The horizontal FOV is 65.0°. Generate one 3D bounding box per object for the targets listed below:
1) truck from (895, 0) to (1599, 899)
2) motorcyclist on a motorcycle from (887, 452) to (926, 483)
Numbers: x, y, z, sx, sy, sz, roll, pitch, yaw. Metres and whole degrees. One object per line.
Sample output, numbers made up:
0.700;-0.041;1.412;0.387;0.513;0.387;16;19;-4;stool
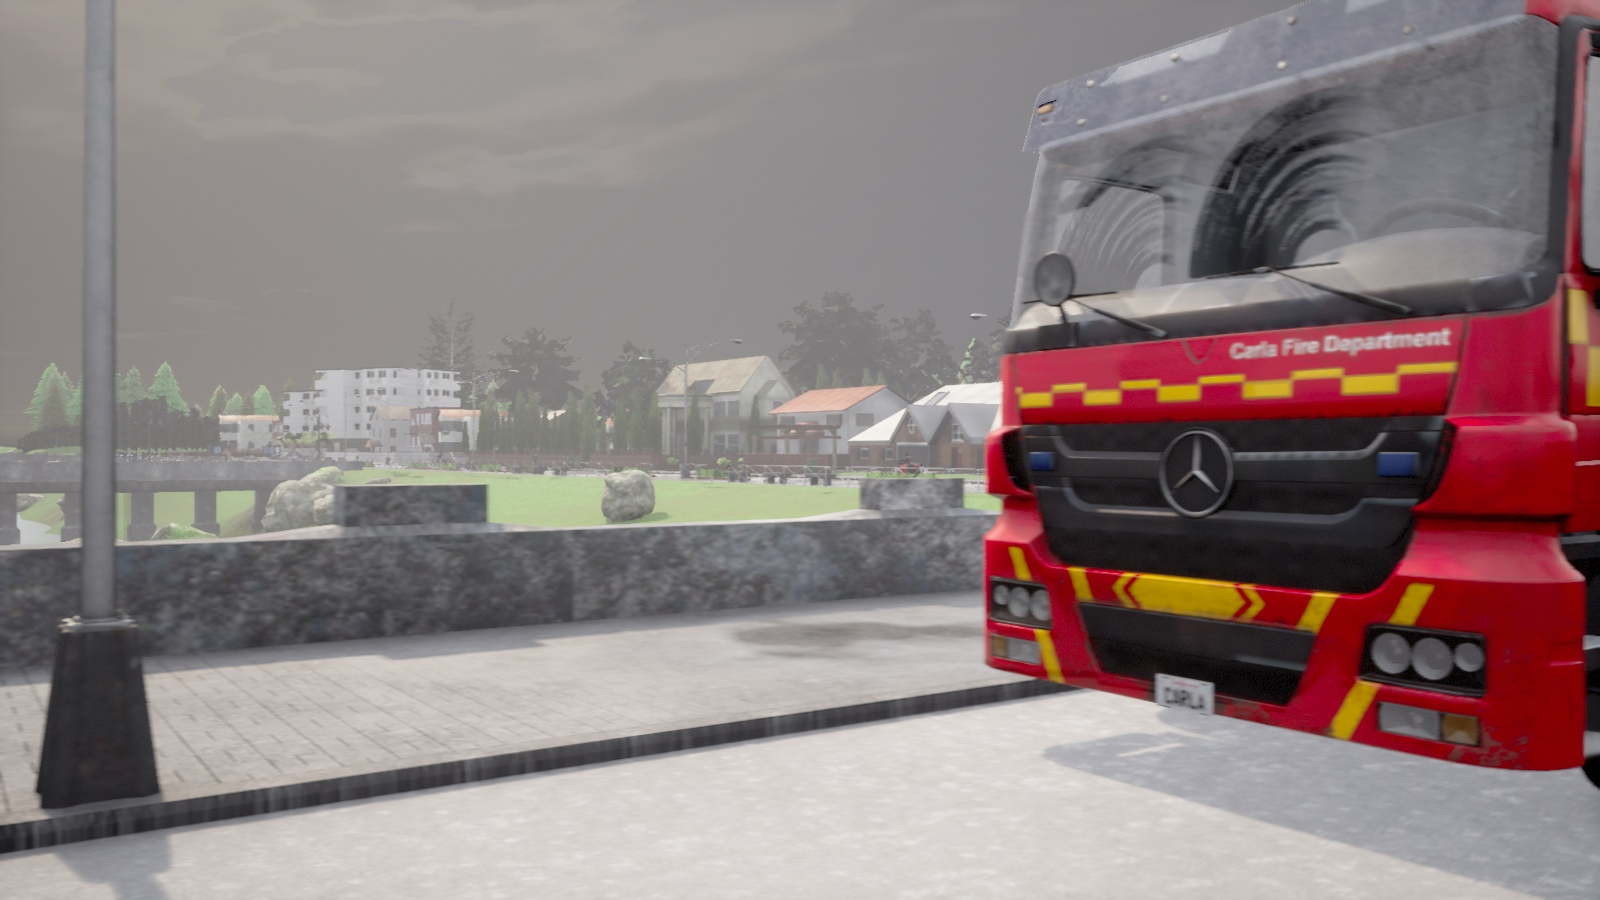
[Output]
4.782;-0.411;7.576;8.468;3.827;2.891;0;0;-35;truck
5.325;0.868;62.781;0.797;1.523;2.044;0;0;-35;motorcyclist on a motorcycle
